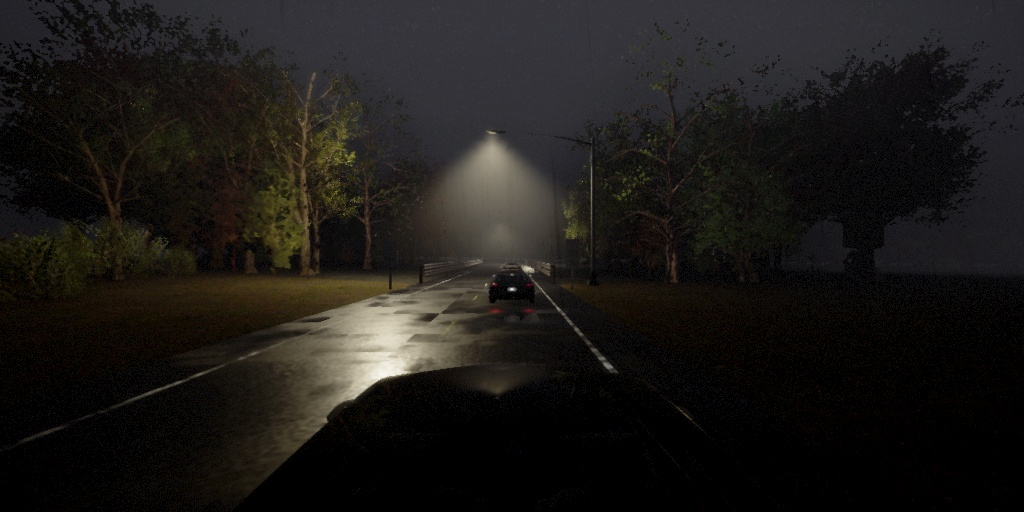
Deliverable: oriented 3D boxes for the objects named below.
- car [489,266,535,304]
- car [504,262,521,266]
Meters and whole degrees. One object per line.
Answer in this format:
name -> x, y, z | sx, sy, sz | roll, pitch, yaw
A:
car -> 0.000, 1.319, 16.500 | 1.994, 1.385, 4.181 | 0, 0, 0
car -> 0.000, 1.262, 31.501 | 1.837, 1.490, 4.892 | 0, 0, 0
